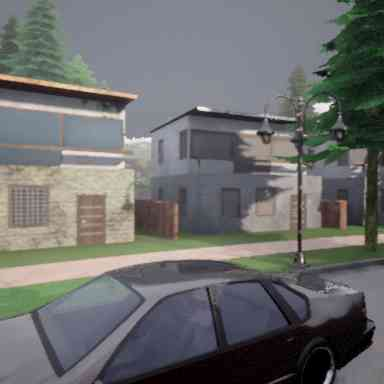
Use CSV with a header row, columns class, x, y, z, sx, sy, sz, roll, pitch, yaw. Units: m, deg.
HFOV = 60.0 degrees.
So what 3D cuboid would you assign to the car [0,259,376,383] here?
class,x,y,z,sx,sy,sz,roll,pitch,yaw
car,-0.266,1.525,3.531,5.357,1.411,2.033,0,0,-32
